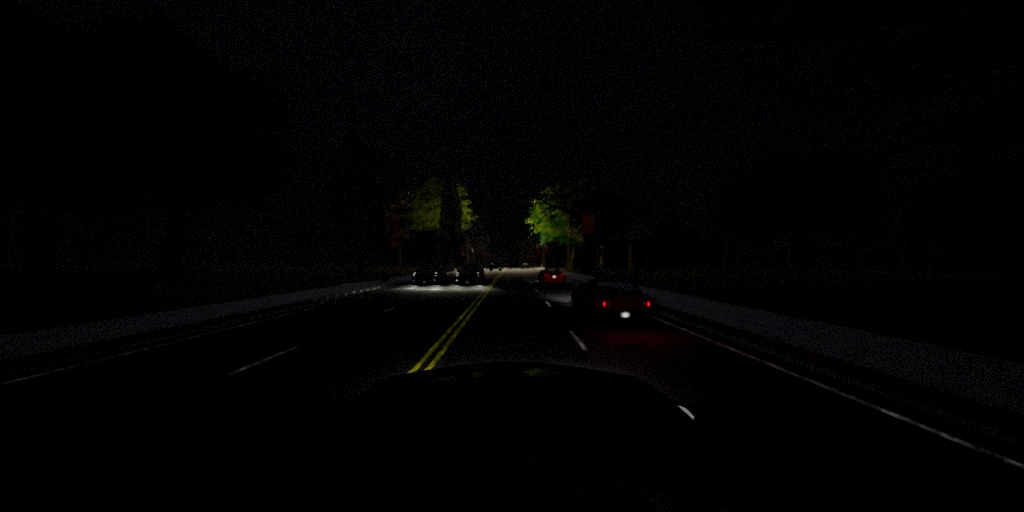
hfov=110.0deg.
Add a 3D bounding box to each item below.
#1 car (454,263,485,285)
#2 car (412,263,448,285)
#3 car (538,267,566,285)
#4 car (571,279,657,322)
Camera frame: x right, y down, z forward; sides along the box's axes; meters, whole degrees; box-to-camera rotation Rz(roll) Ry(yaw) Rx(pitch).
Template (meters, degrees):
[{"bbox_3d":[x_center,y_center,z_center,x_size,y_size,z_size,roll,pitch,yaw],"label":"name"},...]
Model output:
[{"bbox_3d":[-3.351,1.407,29.149,2.097,1.767,4.553,0,-1,0],"label":"car"},{"bbox_3d":[-6.601,1.407,29.151,2.097,1.767,4.553,0,-1,0],"label":"car"},{"bbox_3d":[3.344,1.633,30.299,1.994,1.385,4.181,0,-1,0],"label":"car"},{"bbox_3d":[3.345,1.467,12.786,1.895,1.301,4.718,0,-1,0],"label":"car"}]
